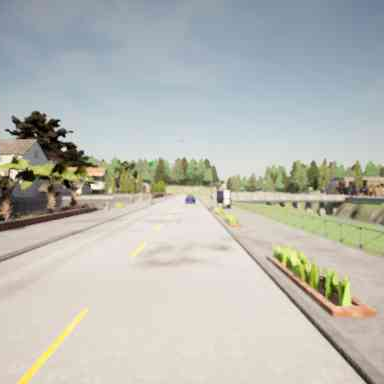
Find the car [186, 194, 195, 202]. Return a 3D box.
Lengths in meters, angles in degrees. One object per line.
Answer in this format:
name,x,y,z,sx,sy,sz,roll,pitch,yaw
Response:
car,-0.329,1.199,69.574,1.812,1.442,4.674,0,0,0

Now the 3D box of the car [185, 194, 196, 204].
car,-0.279,1.302,59.153,1.882,1.535,5.008,0,0,0
